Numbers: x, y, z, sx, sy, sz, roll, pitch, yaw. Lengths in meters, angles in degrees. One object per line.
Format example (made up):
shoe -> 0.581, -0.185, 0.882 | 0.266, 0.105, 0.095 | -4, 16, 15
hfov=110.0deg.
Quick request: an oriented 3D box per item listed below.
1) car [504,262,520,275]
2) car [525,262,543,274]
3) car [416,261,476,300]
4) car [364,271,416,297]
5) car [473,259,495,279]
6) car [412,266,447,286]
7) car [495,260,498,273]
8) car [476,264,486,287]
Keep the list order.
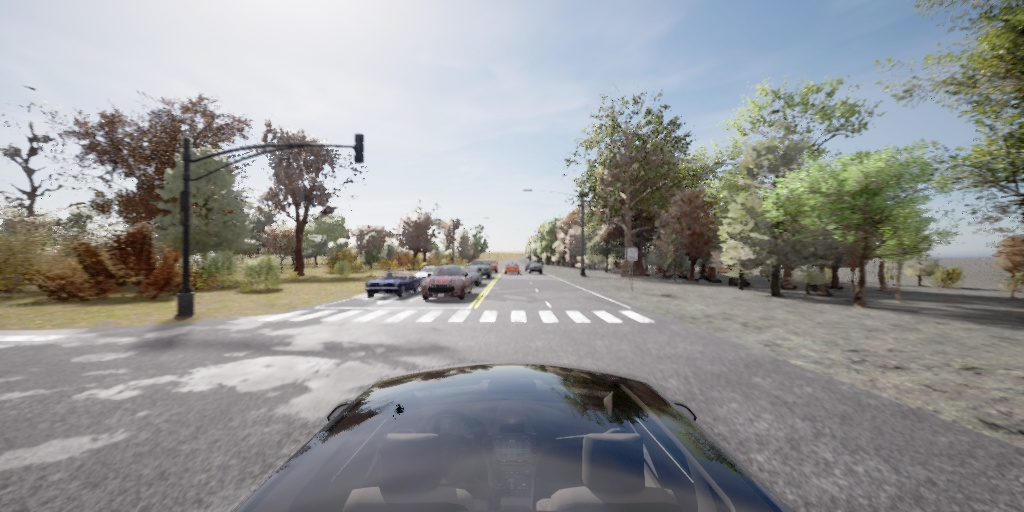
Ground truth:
car -> 0.029, 1.638, 49.963 | 2.097, 1.767, 4.553 | 0, -1, 0
car -> 3.300, 1.774, 50.534 | 1.837, 1.490, 4.892 | 1, -2, 0
car -> -3.357, 1.292, 19.227 | 2.097, 1.767, 4.553 | 0, -1, 0
car -> -6.609, 1.551, 20.396 | 1.895, 1.301, 4.718 | 0, -1, 0
car -> -3.357, 1.377, 38.805 | 2.150, 2.045, 5.566 | 0, 0, 0
car -> -6.612, 1.575, 29.332 | 1.812, 1.442, 4.674 | 0, -1, 0
car -> -3.275, 1.556, 54.837 | 2.150, 2.045, 5.566 | 0, -1, 0
car -> -3.362, 1.566, 28.213 | 1.812, 1.442, 4.674 | 0, -1, 0
